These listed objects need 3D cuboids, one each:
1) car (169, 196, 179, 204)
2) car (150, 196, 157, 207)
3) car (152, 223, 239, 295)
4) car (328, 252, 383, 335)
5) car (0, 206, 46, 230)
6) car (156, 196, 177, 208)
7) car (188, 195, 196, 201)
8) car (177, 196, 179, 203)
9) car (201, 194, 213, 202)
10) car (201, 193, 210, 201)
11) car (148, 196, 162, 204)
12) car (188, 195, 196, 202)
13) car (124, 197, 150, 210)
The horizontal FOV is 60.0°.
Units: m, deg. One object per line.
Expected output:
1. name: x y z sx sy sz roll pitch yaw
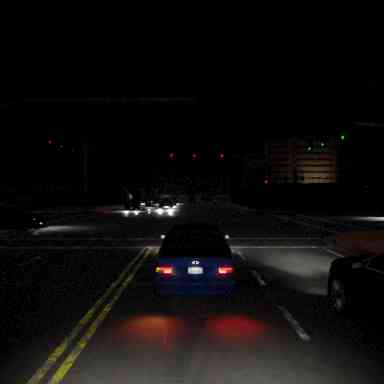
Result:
1. car: -3.566 1.505 66.926 1.837 1.490 4.892 0 0 0
2. car: -7.128 1.505 51.956 1.837 1.490 4.892 0 0 0
3. car: 0.077 1.547 8.868 2.033 1.411 5.357 0 0 0
4. car: 3.560 1.491 4.624 2.128 1.511 4.902 0 0 0
5. car: -12.021 1.547 20.555 5.357 1.411 2.033 0 0 -2
6. car: -3.630 1.601 47.563 1.895 1.301 4.718 0 0 0
7. car: -0.057 1.425 84.641 1.994 1.385 4.181 0 0 0
8. car: -3.622 1.492 56.880 2.128 1.511 4.902 0 0 0
9. car: 3.450 1.344 74.660 2.097 1.767 4.553 0 0 0
10. car: 3.443 1.228 84.616 2.097 1.767 4.553 0 0 0
11. car: -7.092 1.548 63.913 2.033 1.411 5.357 0 0 0
12. car: -0.050 1.531 74.368 2.033 1.411 5.357 0 0 0
13. car: -7.170 1.547 42.314 2.033 1.411 5.357 0 0 2
